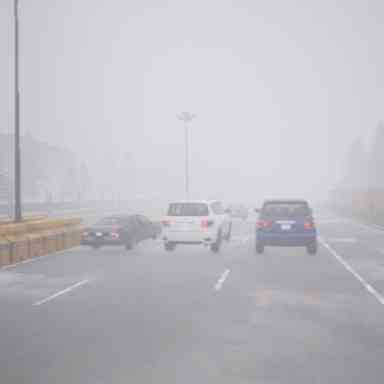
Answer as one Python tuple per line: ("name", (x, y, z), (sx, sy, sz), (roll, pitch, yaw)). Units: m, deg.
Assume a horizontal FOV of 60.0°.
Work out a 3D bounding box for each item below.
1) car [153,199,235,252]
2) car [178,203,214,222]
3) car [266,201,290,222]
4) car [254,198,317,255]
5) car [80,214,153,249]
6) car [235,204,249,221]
("car", (0.384, 1.320, 14.589), (2.150, 2.045, 5.566), (-1, 0, 14))
("car", (0.491, 1.764, 29.965), (2.033, 1.411, 5.357), (-1, 0, 14))
("car", (7.372, 1.623, 28.632), (1.837, 1.490, 4.892), (-1, 0, 14))
("car", (3.788, 1.269, 13.775), (2.150, 2.045, 5.566), (-1, 0, 14))
("car", (-3.020, 1.703, 15.381), (2.033, 1.411, 5.357), (-1, 0, 14))
("car", (3.893, 1.713, 29.146), (2.033, 1.411, 5.357), (-1, 0, 14))
